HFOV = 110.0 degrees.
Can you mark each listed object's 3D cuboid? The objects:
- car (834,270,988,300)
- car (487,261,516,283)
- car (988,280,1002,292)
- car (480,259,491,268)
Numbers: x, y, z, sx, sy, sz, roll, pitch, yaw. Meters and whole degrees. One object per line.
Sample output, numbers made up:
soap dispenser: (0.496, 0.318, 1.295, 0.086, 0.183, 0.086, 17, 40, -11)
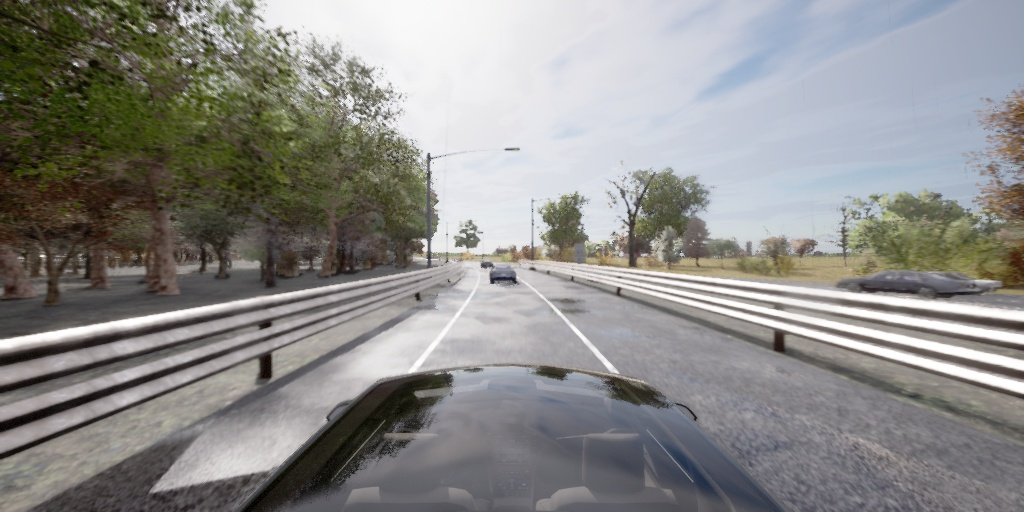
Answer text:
car: (21.428, 1.500, 19.798, 2.033, 1.411, 5.357, 0, 0, -22)
car: (-0.759, 1.310, 27.956, 1.994, 1.385, 4.181, 0, 0, -4)
car: (24.664, 1.542, 21.130, 1.895, 1.301, 4.718, 0, 0, -22)
car: (-4.227, 1.257, 58.938, 1.812, 1.442, 4.674, 0, 0, -9)
